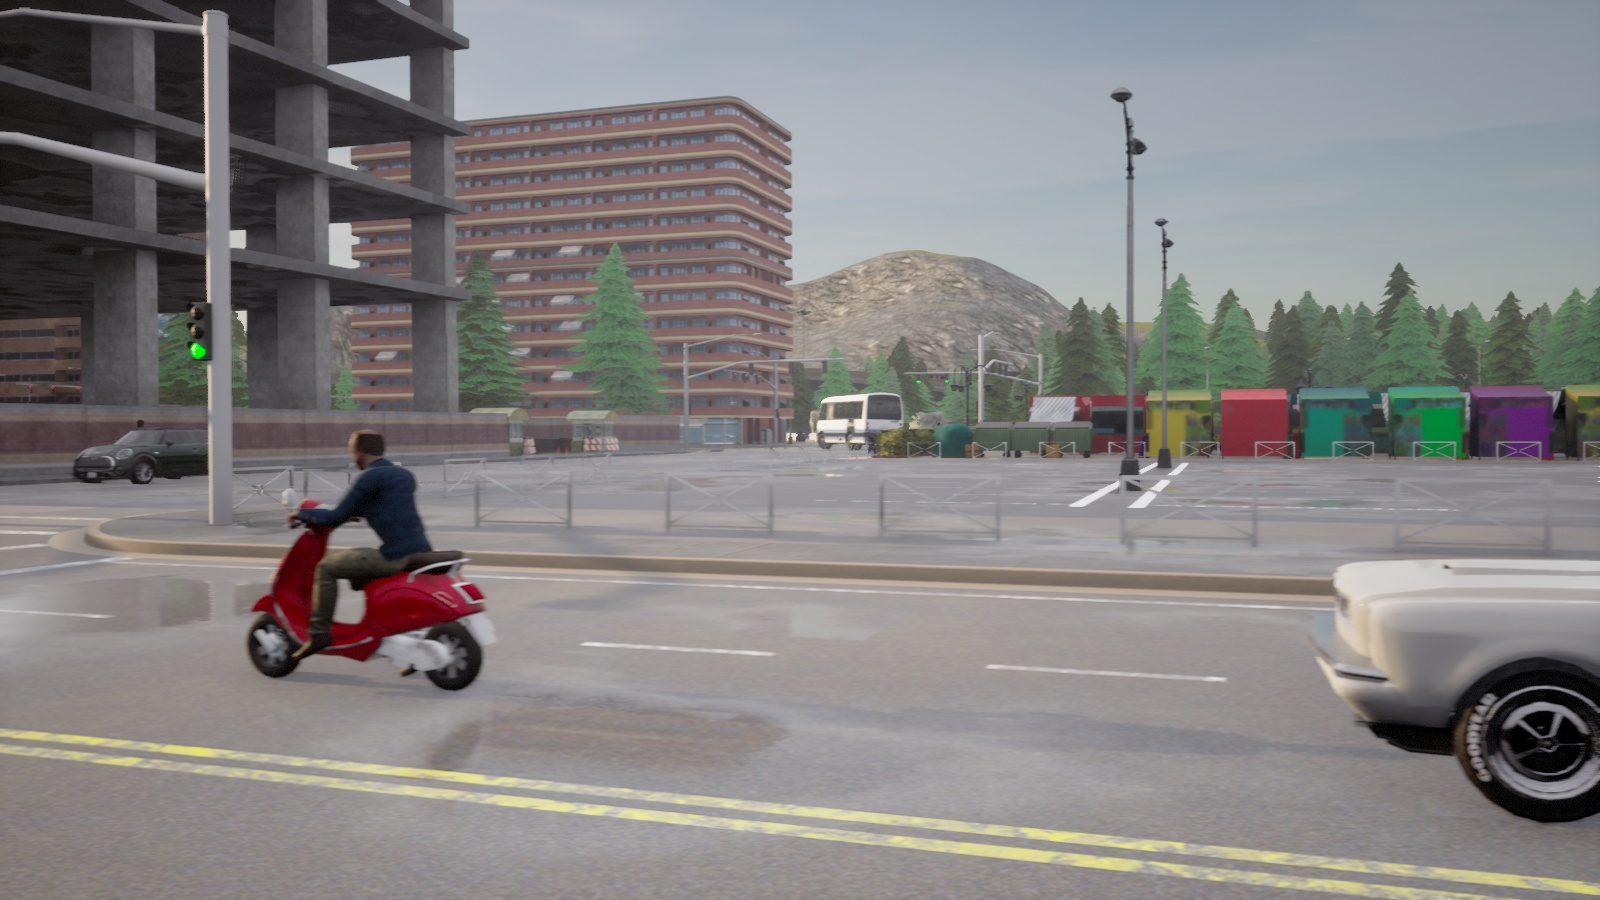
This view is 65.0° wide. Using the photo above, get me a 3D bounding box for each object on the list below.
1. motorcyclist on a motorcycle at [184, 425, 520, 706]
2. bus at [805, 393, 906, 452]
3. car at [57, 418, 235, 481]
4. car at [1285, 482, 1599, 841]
[{"bbox_3d":[-2.770,0.644,7.812,1.817,1.590,0.866,1,1,19],"label":"motorcyclist on a motorcycle"},{"bbox_3d":[4.133,-2.103,97.204,3.944,4.253,10.273,1,0,-21],"label":"bus"},{"bbox_3d":[-19.510,-0.047,37.694,2.097,1.767,4.553,1,1,18],"label":"car"},{"bbox_3d":[4.636,0.859,5.328,4.718,1.301,1.895,1,1,19],"label":"car"}]
